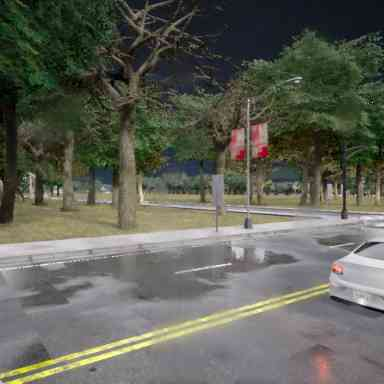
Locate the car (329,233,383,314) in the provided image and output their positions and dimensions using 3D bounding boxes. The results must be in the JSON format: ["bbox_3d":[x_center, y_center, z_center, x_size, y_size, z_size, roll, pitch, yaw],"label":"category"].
[{"bbox_3d":[4.643,1.526,6.732,4.674,1.442,1.812,0,0,-35],"label":"car"}]

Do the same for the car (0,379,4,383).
[{"bbox_3d":[-3.247,1.526,1.134,4.674,1.442,1.812,0,0,-35],"label":"car"}]
